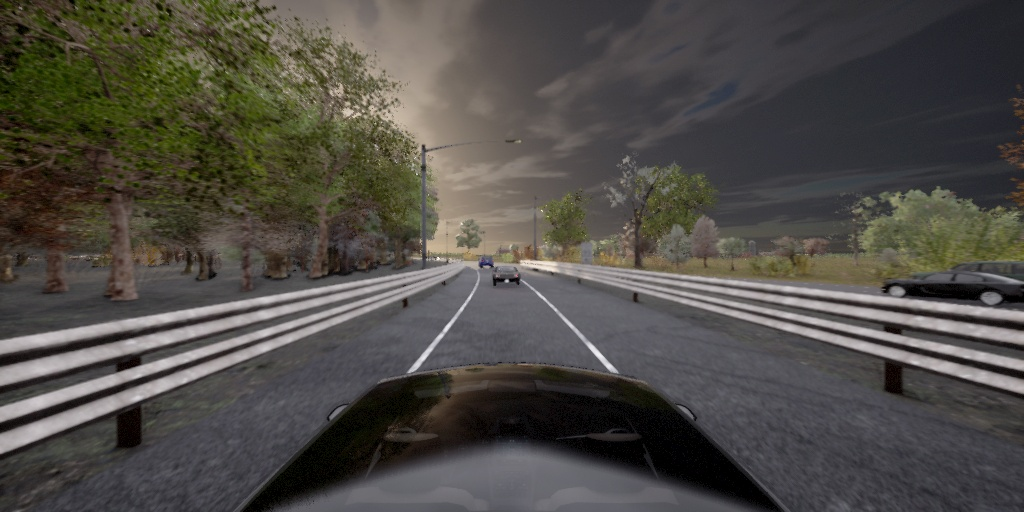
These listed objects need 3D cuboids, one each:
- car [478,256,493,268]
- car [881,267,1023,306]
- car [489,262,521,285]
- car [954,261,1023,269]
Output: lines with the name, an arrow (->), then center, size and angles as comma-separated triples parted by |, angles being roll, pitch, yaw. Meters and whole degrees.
car -> -4.381, 0.960, 60.035 | 2.150, 2.045, 5.566 | 0, 0, -10
car -> 21.507, 1.469, 17.523 | 1.882, 1.535, 5.008 | 0, 0, -22
car -> -0.508, 1.349, 26.045 | 1.895, 1.301, 4.718 | 0, 0, -4
car -> 24.749, 1.264, 18.839 | 2.150, 2.045, 5.566 | 0, 0, -22
